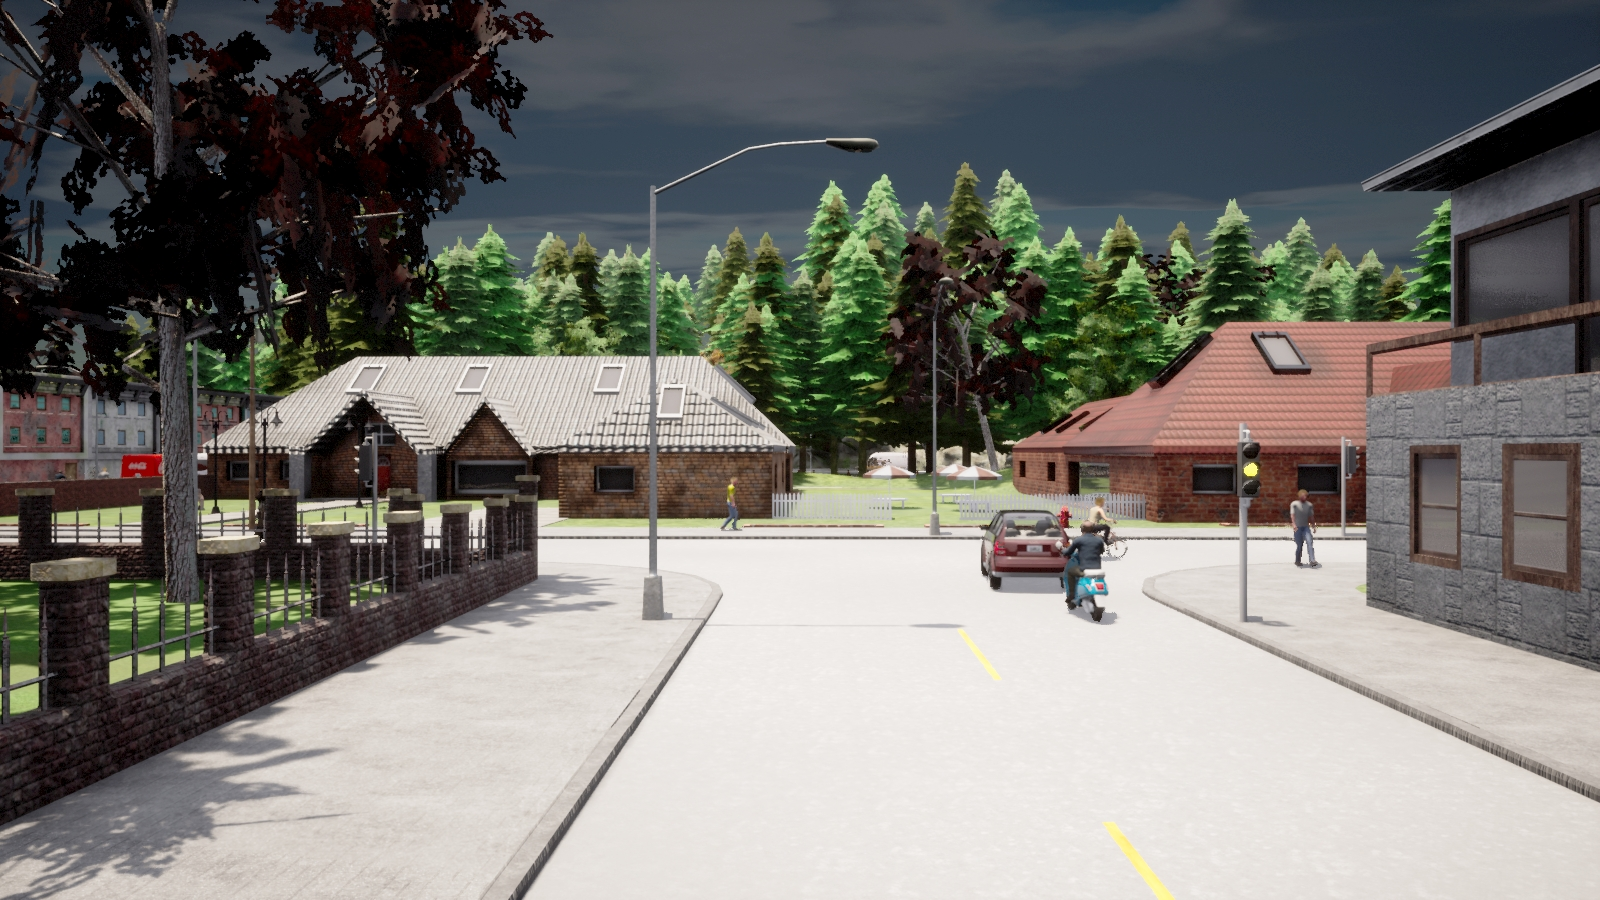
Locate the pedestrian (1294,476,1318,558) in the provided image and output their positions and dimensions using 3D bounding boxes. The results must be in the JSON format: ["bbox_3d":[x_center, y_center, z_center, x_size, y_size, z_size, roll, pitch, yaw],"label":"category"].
[{"bbox_3d":[11.534,1.518,26.062,0.375,1.860,0.375,0,0,0],"label":"pedestrian"}]

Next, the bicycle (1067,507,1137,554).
[{"bbox_3d":[7.687,2.036,29.090,1.487,1.080,0.859,0,1,-25],"label":"bicycle"}]

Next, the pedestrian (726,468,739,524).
[{"bbox_3d":[-2.243,1.524,37.982,0.375,1.860,0.375,0,0,2],"label":"pedestrian"}]

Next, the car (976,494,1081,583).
[{"bbox_3d":[4.776,1.810,24.327,1.789,1.549,3.705,0,1,5],"label":"car"}]

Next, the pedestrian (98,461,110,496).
[{"bbox_3d":[-37.073,1.524,60.877,0.375,1.860,0.375,0,0,2],"label":"pedestrian"}]

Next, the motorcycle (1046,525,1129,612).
[{"bbox_3d":[4.813,1.961,19.254,0.856,1.236,1.805,0,1,-4],"label":"motorcycle"}]

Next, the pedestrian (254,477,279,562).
[{"bbox_3d":[-11.808,1.523,25.288,0.375,1.860,0.375,0,0,4],"label":"pedestrian"}]
